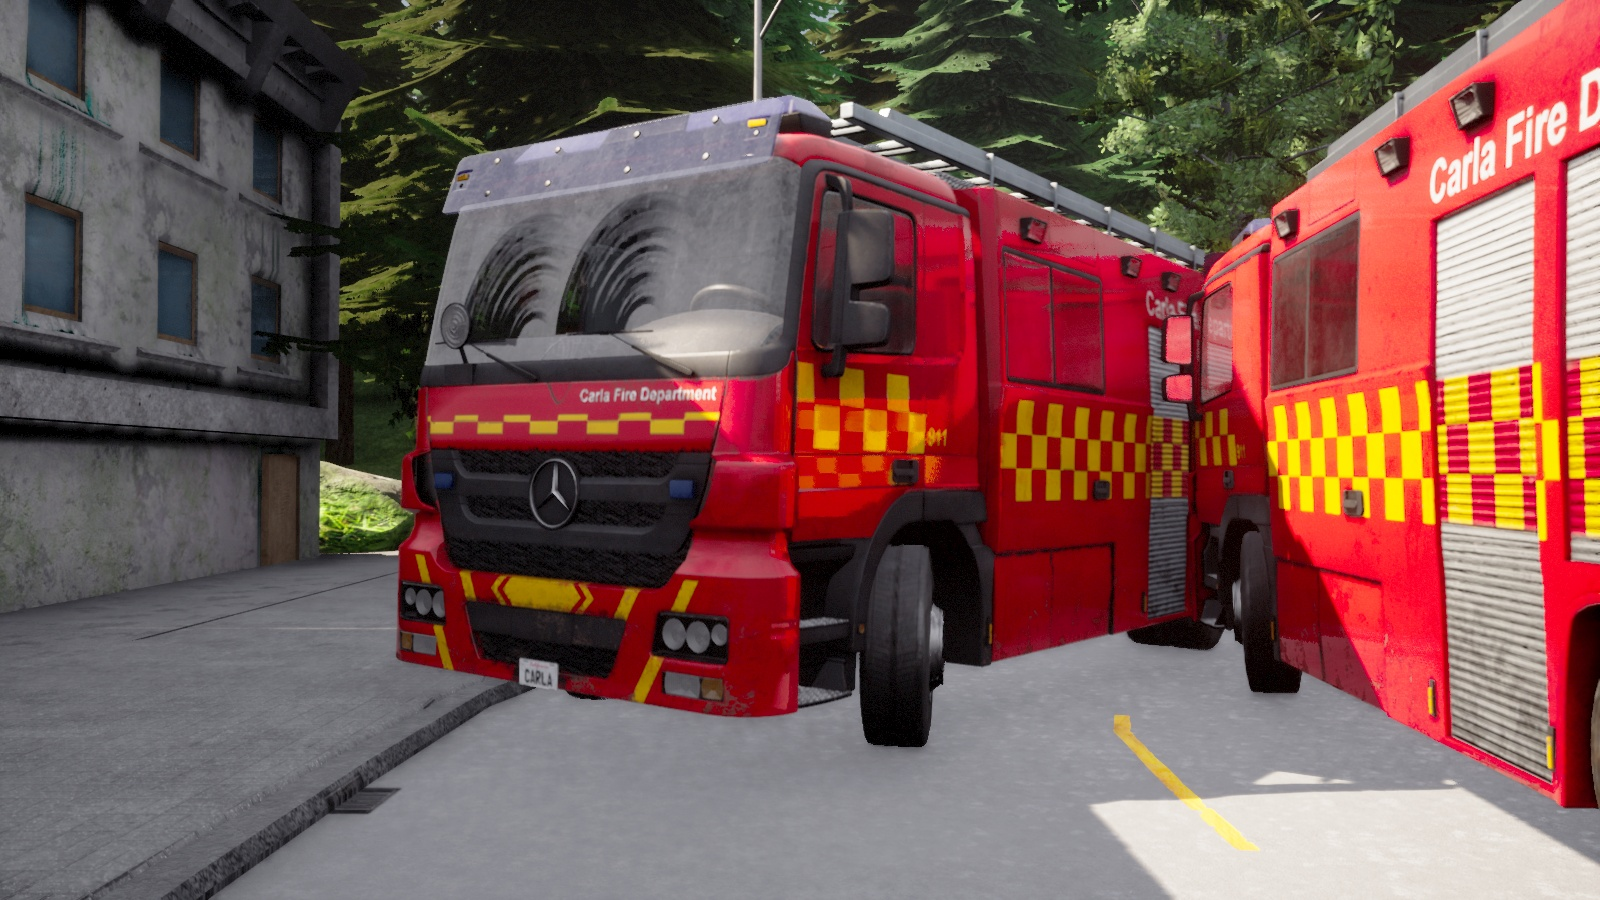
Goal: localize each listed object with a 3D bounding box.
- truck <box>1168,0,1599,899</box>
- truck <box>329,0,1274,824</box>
[{"bbox_3d":[4.383,-0.253,6.566,2.891,3.827,8.468,-2,-1,5],"label":"truck"},{"bbox_3d":[0.982,-0.186,9.817,2.891,3.827,8.468,0,-1,36],"label":"truck"}]
